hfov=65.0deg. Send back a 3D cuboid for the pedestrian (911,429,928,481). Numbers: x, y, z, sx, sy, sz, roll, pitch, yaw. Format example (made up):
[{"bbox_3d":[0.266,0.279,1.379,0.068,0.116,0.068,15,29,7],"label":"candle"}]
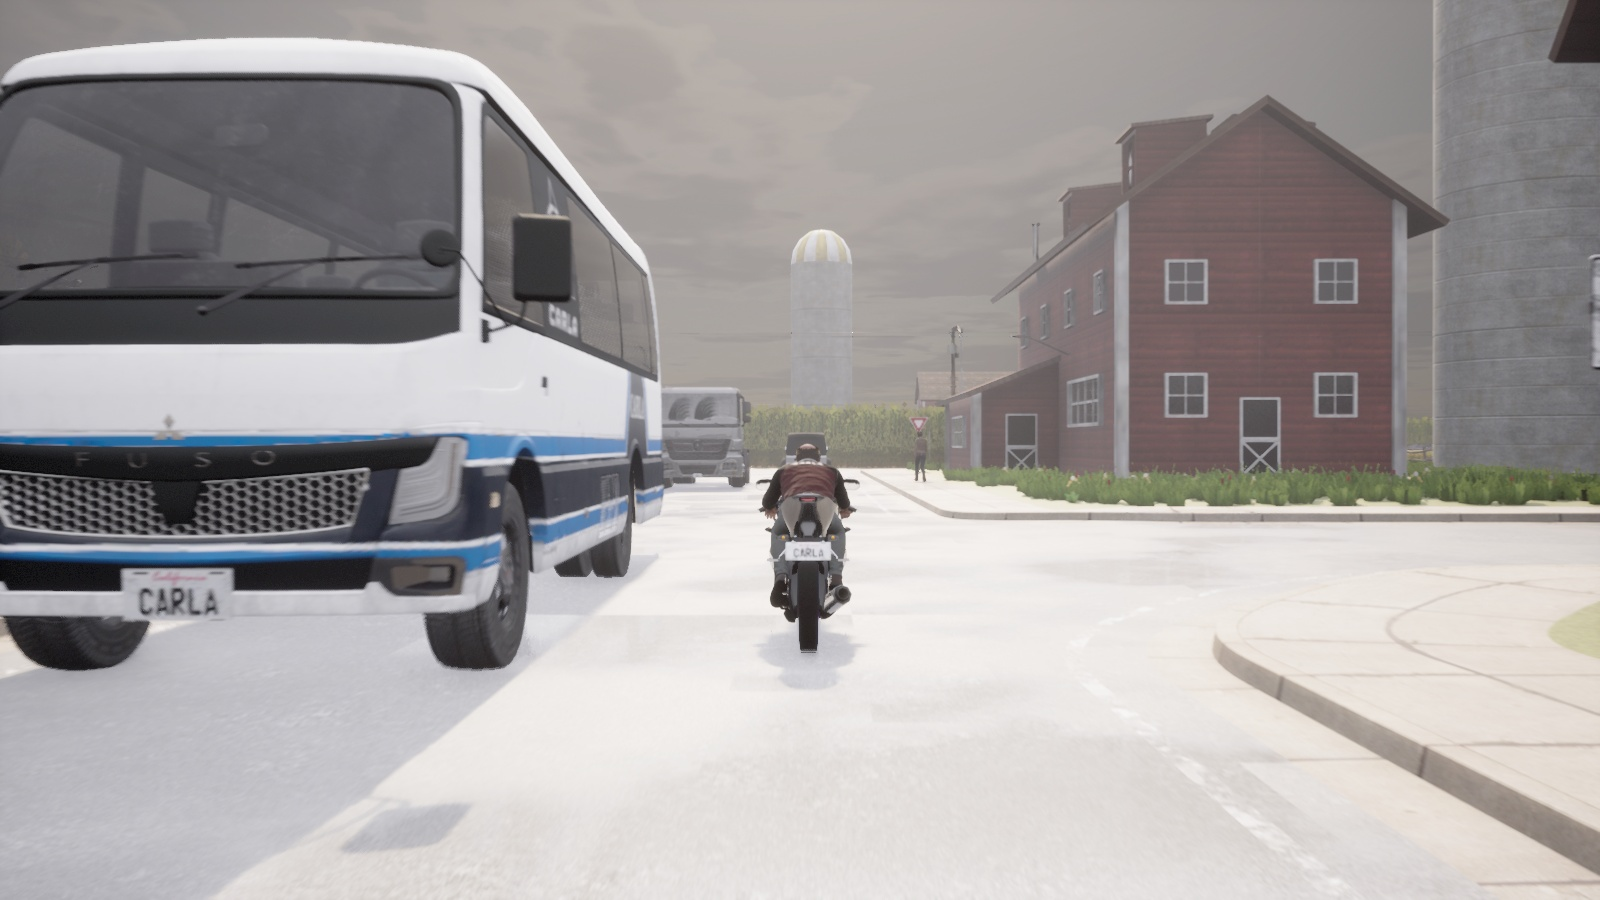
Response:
[{"bbox_3d":[4.138,0.175,43.535,0.328,1.805,0.869,0,0,-13],"label":"pedestrian"}]

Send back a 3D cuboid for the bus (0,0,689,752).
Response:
[{"bbox_3d":[-3.434,-0.692,11.205,3.944,4.253,10.273,0,0,0],"label":"bus"}]

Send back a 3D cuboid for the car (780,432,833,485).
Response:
[{"bbox_3d":[0.237,0.290,46.621,1.905,1.878,3.866,0,0,0],"label":"car"}]

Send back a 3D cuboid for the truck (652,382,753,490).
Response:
[{"bbox_3d":[-3.275,-0.477,44.116,2.891,3.462,7.936,0,0,0],"label":"truck"}]

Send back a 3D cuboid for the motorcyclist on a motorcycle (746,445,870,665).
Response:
[{"bbox_3d":[0.063,0.726,9.858,0.866,1.530,2.191,0,0,0],"label":"motorcyclist on a motorcycle"}]
